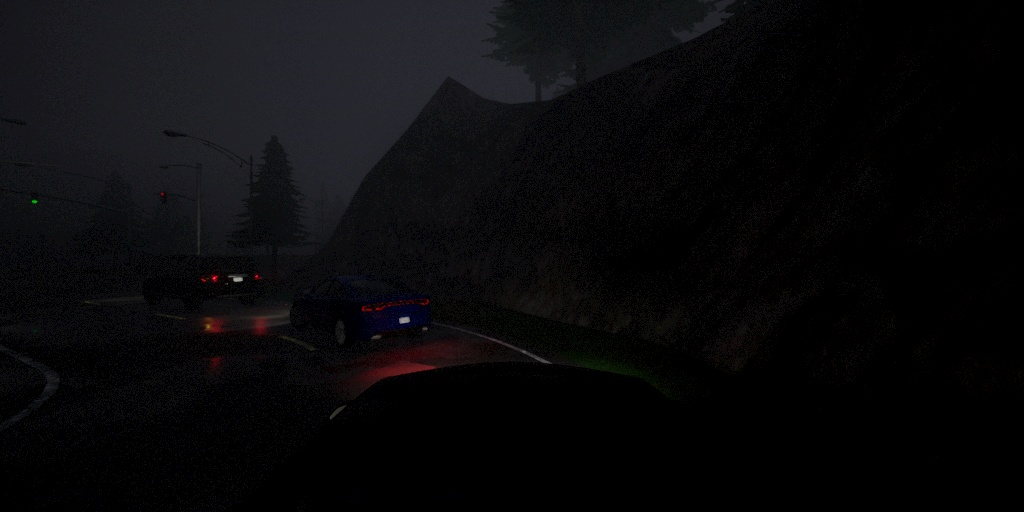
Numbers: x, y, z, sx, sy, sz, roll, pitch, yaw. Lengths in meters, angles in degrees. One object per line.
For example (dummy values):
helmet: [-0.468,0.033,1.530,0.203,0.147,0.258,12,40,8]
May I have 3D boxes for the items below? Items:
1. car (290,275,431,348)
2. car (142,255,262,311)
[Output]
car: [-4.114,1.228,9.401,5.008,1.535,1.882,0,0,43]
car: [-12.665,0.972,14.666,5.566,2.045,2.150,0,0,27]
